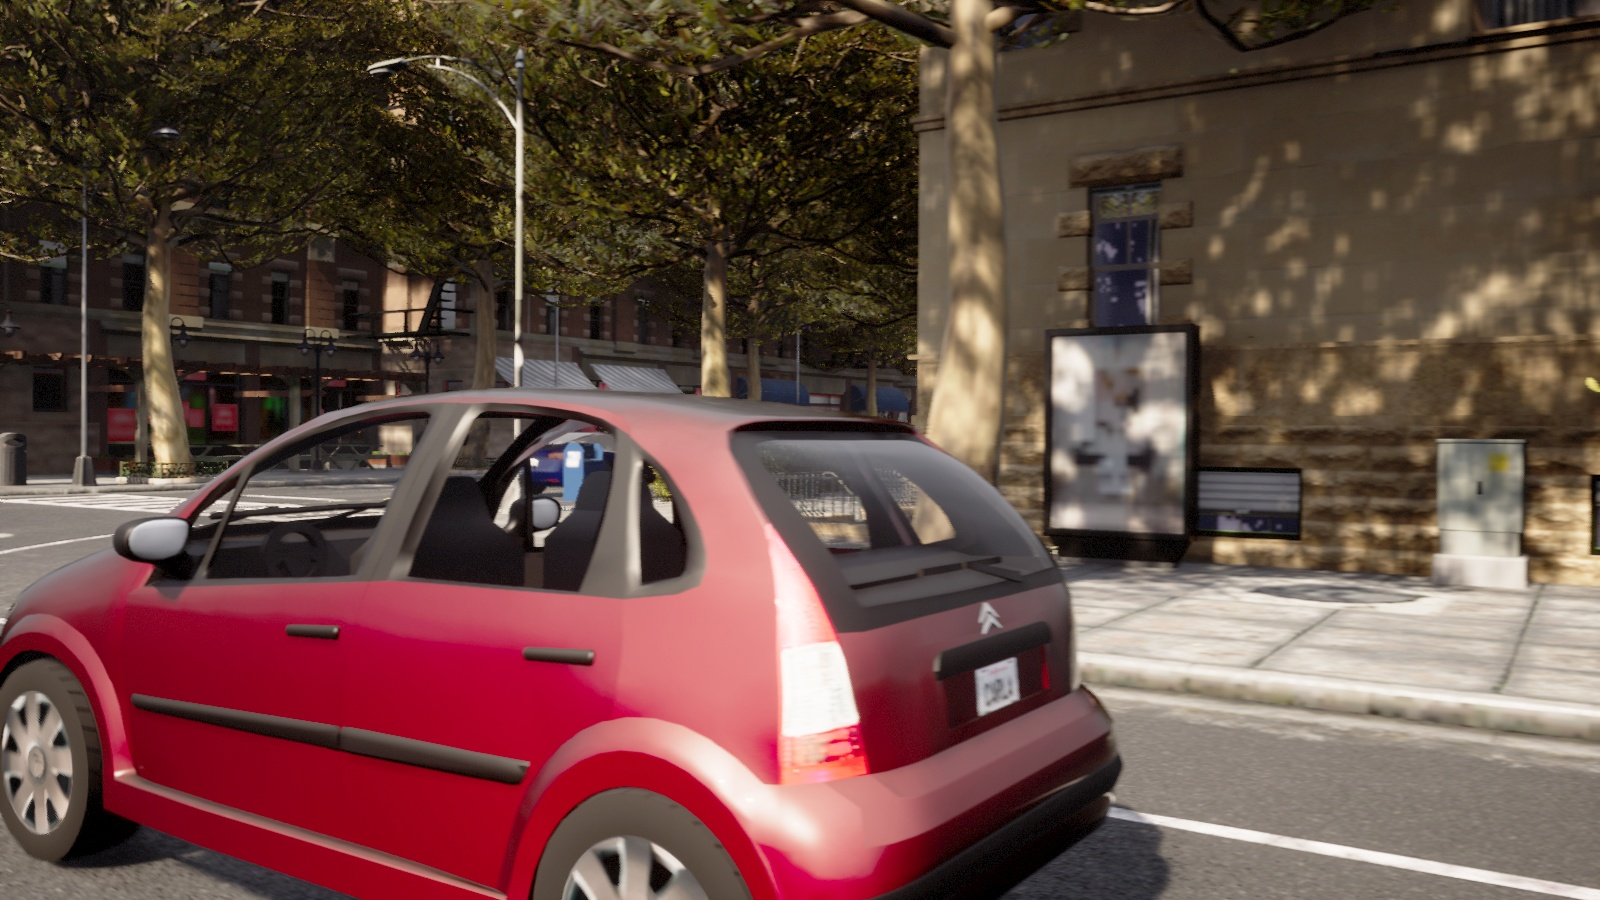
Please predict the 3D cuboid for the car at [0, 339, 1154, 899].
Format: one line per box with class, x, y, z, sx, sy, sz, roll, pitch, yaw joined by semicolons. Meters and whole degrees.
car;-1.070;0.586;4.257;3.988;1.617;1.851;0;1;34
